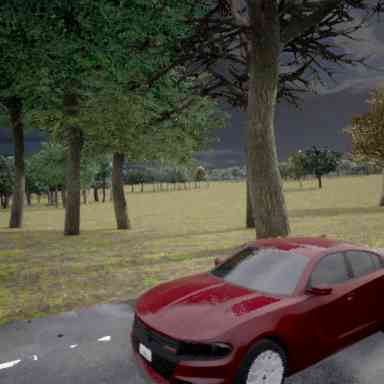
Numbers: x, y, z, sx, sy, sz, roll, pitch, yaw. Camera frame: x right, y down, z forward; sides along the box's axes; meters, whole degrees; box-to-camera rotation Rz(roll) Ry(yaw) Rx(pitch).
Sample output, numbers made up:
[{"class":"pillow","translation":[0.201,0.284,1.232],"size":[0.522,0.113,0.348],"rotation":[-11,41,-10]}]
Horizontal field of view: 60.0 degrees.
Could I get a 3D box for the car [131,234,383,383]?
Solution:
[{"class":"car","translation":[1.527,1.473,5.080],"size":[5.008,1.535,1.882],"rotation":[0,0,-35]}]
